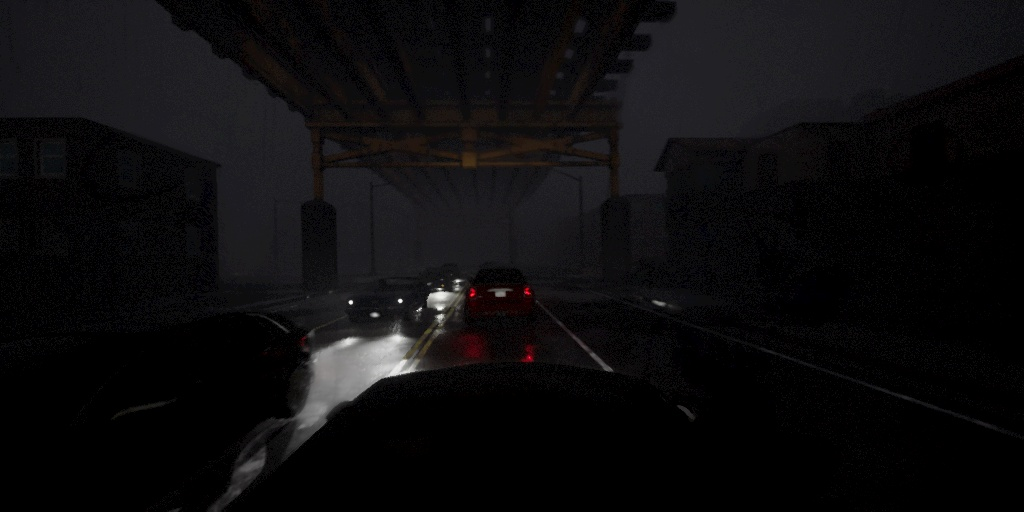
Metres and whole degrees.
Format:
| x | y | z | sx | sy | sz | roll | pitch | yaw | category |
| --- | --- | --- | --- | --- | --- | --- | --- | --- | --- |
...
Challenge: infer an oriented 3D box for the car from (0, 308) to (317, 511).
| x | y | z | sx | sy | sz | roll | pitch | yaw | category |
| --- | --- | --- | --- | --- | --- | --- | --- | --- | --- |
| -3.585 | 1.334 | 3.199 | 1.837 | 1.490 | 4.892 | -1 | 0 | -4 | car |

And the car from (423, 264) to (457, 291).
| x | y | z | sx | sy | sz | roll | pitch | yaw | category |
| --- | --- | --- | --- | --- | --- | --- | --- | --- | --- |
| -4.824 | 1.414 | 22.528 | 1.994 | 1.385 | 4.181 | -1 | 0 | -4 | car |

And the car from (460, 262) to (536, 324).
| x | y | z | sx | sy | sz | roll | pitch | yaw | category |
| --- | --- | --- | --- | --- | --- | --- | --- | --- | --- |
| -0.461 | 1.108 | 12.325 | 2.097 | 1.767 | 4.553 | -1 | 0 | -4 | car |

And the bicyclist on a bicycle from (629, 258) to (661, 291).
| x | y | z | sx | sy | sz | roll | pitch | yaw | category |
| --- | --- | --- | --- | --- | --- | --- | --- | --- | --- |
| 6.503 | 0.904 | 17.546 | 1.656 | 1.620 | 0.582 | -1 | 0 | -4 | bicyclist on a bicycle |

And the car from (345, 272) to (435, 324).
| x | y | z | sx | sy | sz | roll | pitch | yaw | category |
| --- | --- | --- | --- | --- | --- | --- | --- | --- | --- |
| -4.187 | 1.439 | 12.807 | 1.895 | 1.301 | 4.718 | -1 | 0 | -4 | car |

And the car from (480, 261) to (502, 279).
| x | y | z | sx | sy | sz | roll | pitch | yaw | category |
| --- | --- | --- | --- | --- | --- | --- | --- | --- | --- |
| -2.084 | 1.290 | 34.968 | 1.837 | 1.490 | 4.892 | -1 | 0 | -7 | car |

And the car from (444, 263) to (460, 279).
| x | y | z | sx | sy | sz | roll | pitch | yaw | category |
| --- | --- | --- | --- | --- | --- | --- | --- | --- | --- |
| -5.783 | 1.374 | 33.756 | 1.837 | 1.490 | 4.892 | -1 | -1 | -7 | car |
